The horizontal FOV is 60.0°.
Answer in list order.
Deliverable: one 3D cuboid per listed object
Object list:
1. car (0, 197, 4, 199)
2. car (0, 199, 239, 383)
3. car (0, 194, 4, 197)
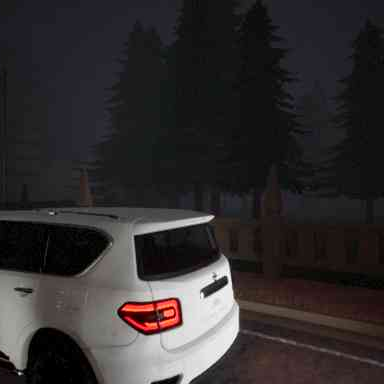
[{"bbox_3d":[-19.962,1.581,35.697,1.812,1.442,4.674,0,0,22],"label":"car"},{"bbox_3d":[-2.108,1.221,4.740,5.566,2.045,2.150,0,0,29],"label":"car"},{"bbox_3d":[-23.351,1.277,36.663,2.150,2.045,5.566,0,0,22],"label":"car"}]
